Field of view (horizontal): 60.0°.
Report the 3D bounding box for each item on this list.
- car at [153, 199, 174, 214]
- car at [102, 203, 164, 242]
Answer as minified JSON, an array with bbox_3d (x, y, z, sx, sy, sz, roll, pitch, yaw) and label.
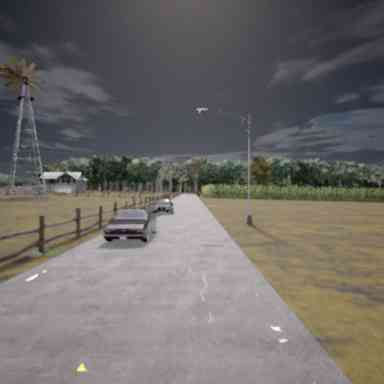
[{"bbox_3d":[-2.774,1.391,32.530,1.994,1.385,4.181,0,0,0],"label":"car"},{"bbox_3d":[-2.789,1.485,16.217,2.033,1.411,5.357,0,0,0],"label":"car"}]
